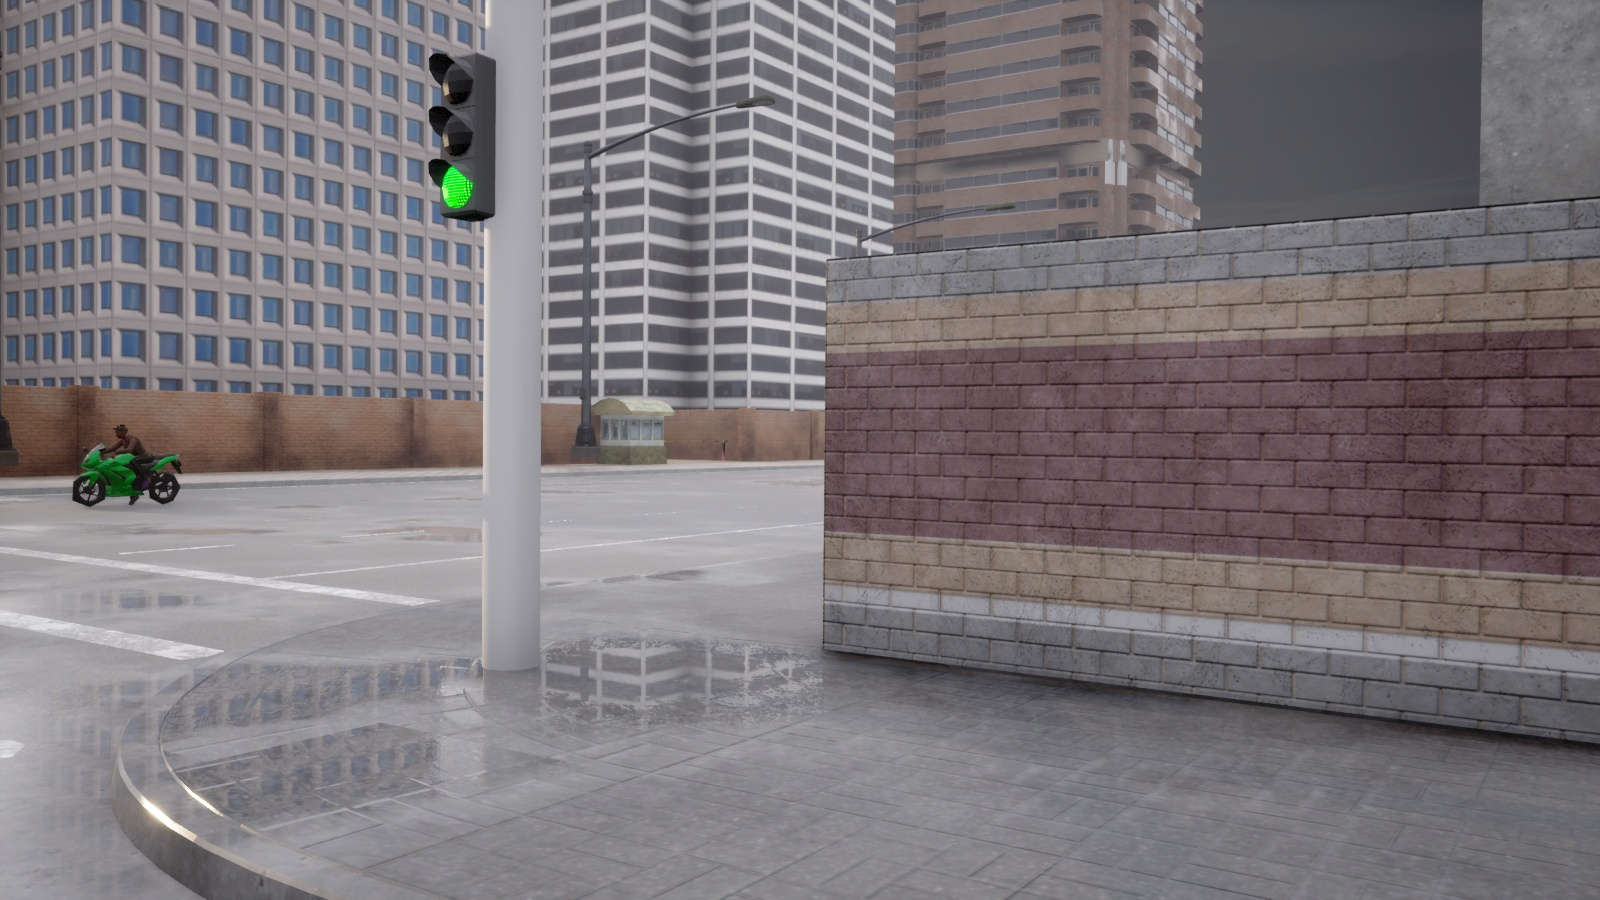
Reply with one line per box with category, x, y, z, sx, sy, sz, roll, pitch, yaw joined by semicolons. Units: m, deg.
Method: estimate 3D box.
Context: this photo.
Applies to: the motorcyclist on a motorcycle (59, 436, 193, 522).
motorcyclist on a motorcycle;-12.533;0.507;23.413;0.797;1.523;2.044;0;1;34
